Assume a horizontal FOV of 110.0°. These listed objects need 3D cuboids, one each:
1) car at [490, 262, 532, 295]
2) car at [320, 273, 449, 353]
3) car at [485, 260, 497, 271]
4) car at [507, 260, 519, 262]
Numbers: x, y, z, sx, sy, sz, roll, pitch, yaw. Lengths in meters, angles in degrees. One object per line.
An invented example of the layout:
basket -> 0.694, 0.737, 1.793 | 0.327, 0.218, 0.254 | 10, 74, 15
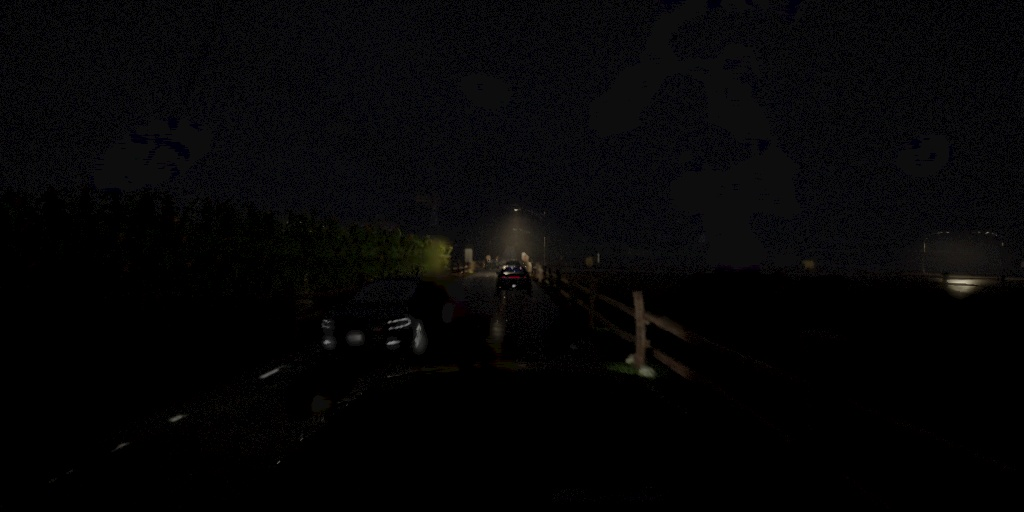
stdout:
car -> 0.093, 1.297, 20.318 | 2.128, 1.511, 4.902 | 0, 0, 0
car -> -2.853, 1.241, 9.056 | 1.882, 1.535, 5.008 | 0, 0, 0
car -> -2.763, 1.283, 50.818 | 1.994, 1.385, 4.181 | 0, 0, 0
car -> 0.088, 1.228, 37.800 | 2.097, 1.767, 4.553 | 0, 0, 0
